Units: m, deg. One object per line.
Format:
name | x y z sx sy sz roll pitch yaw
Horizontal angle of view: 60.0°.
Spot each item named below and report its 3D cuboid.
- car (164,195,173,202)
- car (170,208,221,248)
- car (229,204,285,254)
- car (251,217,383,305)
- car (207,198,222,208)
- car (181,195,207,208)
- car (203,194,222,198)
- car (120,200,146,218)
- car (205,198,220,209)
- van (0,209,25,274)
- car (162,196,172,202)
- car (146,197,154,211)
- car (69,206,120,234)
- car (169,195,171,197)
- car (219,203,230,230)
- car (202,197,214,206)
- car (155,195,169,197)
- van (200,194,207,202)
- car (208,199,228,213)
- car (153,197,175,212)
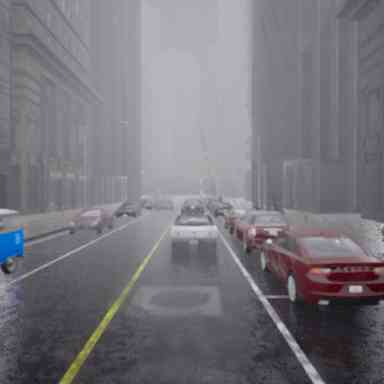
car | -5.730 1.505 81.124 1.967 1.590 4.097 -1 0 0
car | 0.084 1.623 14.892 1.895 1.301 4.718 0 0 0
car | 2.840 1.461 13.638 1.967 1.590 4.097 -1 0 0
car | 2.845 1.558 8.013 1.887 1.381 4.507 -1 0 0
car | 2.827 1.609 36.135 1.947 1.339 4.313 -1 0 0
car | 0.072 1.391 31.362 2.097 1.767 4.553 0 0 0
car | 2.820 1.362 41.760 2.192 1.841 5.009 -1 0 0
car | -5.695 1.604 30.503 1.947 1.339 4.313 -1 0 0
car | 2.819 1.596 47.384 1.887 1.381 4.507 -1 0 0
van | -5.682 1.354 8.004 1.690 1.788 3.998 -1 0 0
car | -5.725 1.629 75.501 1.947 1.339 4.313 -1 0 0
car | -5.702 1.613 41.752 1.947 1.339 4.313 -1 0 0
car | -5.687 1.609 19.252 1.802 1.307 4.206 -1 0 0
car | -5.718 1.604 64.250 1.887 1.381 4.507 -1 0 0
car | 2.838 1.572 19.262 1.887 1.381 4.507 -1 0 0
car | 2.812 1.639 58.633 1.802 1.307 4.206 -1 0 0
car | -5.716 1.372 58.626 2.192 1.841 5.009 -1 0 0
van | 2.795 1.406 81.131 1.690 1.788 3.998 -1 0 0
car | 2.831 1.604 30.512 1.947 1.339 4.313 -1 0 0
car | -3.118 1.609 39.496 1.994 1.385 4.181 0 0 0
